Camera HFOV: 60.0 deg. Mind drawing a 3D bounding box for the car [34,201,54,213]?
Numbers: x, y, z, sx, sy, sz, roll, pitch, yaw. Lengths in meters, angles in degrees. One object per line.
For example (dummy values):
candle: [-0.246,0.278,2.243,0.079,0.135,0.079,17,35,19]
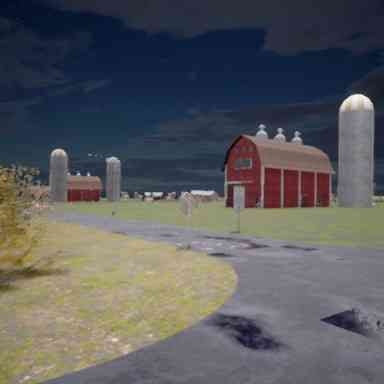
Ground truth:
car: [-21.460,2.140,47.986,2.097,1.767,4.553,2,-2,-35]
